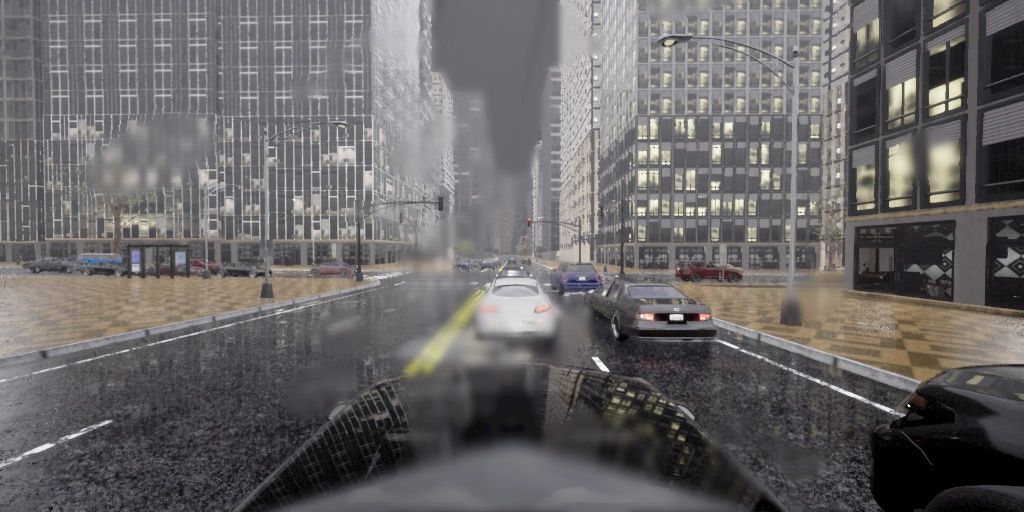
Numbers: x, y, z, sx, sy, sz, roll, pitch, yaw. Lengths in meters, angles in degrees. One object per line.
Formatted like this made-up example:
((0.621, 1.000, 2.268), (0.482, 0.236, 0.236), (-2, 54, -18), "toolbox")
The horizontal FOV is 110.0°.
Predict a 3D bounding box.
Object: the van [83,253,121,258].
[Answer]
((-45.281, 0.605, 39.271), (3.998, 1.789, 1.690), (0, 0, 1), "van")

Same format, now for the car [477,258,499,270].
((-3.334, 1.262, 51.269), (2.033, 1.411, 5.357), (0, 0, 0), "car")

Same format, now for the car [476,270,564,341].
((0.100, 1.272, 9.688), (1.812, 1.442, 4.674), (0, 0, 0), "car")

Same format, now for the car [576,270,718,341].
((3.353, 1.293, 9.829), (2.033, 1.411, 5.357), (0, 0, 0), "car")

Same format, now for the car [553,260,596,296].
((3.353, 1.093, 19.215), (2.097, 1.767, 4.553), (0, 0, 0), "car")

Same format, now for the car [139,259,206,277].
((-28.411, 1.138, 30.435), (4.207, 1.307, 1.802), (0, 0, 1), "car")

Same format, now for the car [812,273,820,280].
((27.647, 1.579, 29.569), (4.829, 1.417, 1.751), (0, 0, 1), "car")

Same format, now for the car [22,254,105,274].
((-41.785, 0.880, 33.408), (4.902, 1.511, 2.128), (1, 1, 1), "car")

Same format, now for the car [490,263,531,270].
((0.102, 1.288, 18.933), (2.033, 1.411, 5.357), (0, 0, 0), "car")

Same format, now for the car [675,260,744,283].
((16.198, 1.269, 29.767), (5.009, 1.841, 2.192), (0, 0, 1), "car")

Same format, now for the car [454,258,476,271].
((-6.616, 1.068, 49.285), (2.097, 1.767, 4.553), (0, 0, 1), "car")

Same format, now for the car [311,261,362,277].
((-16.082, 1.186, 32.973), (4.181, 1.385, 1.994), (1, 1, -1), "car")

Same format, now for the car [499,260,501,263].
((-3.317, 1.304, 61.030), (1.895, 1.301, 4.718), (0, 0, 0), "car")

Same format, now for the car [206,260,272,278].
((-22.727, 1.174, 30.301), (4.313, 1.339, 1.948), (0, 0, 1), "car")

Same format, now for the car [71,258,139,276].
((-34.091, 1.069, 30.609), (4.313, 1.339, 1.948), (0, 0, 1), "car")
